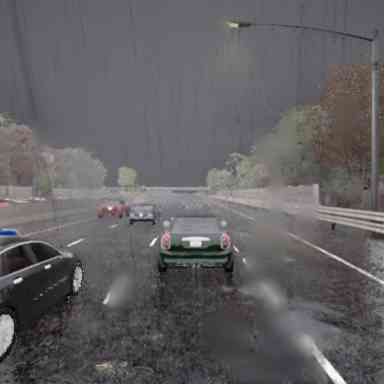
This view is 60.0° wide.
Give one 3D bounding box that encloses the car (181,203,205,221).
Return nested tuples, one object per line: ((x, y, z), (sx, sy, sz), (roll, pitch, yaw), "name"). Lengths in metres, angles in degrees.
((0.101, 1.675, 28.876), (1.895, 1.301, 4.718), (0, 0, 0), "car")

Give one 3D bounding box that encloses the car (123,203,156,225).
((-3.400, 1.609, 24.697), (2.033, 1.411, 5.357), (0, 0, 0), "car")

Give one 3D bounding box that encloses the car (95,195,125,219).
((-6.902, 1.430, 30.115), (2.097, 1.767, 4.553), (0, 0, 0), "car")

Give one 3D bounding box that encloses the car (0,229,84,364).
((-3.401, 1.518, 5.785), (1.837, 1.490, 4.892), (0, 0, 0), "car")

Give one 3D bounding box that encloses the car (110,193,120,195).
((-17.503, 1.175, 75.084), (2.150, 2.045, 5.566), (0, 0, 0), "car")

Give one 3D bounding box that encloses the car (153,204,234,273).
((0.099, 1.378, 10.866), (2.097, 1.767, 4.553), (0, 0, 0), "car")

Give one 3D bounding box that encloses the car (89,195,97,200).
((-21.003, 1.475, 75.112), (2.128, 1.511, 4.902), (0, 0, 0), "car")

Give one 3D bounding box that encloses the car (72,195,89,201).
((-24.503, 1.489, 75.112), (2.033, 1.411, 5.357), (0, 0, 0), "car")

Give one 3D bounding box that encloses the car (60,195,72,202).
((-28.003, 1.489, 75.112), (2.033, 1.411, 5.357), (0, 0, 0), "car")

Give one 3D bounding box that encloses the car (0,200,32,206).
((-17.597, 1.690, 33.930), (1.895, 1.301, 4.718), (0, 0, 0), "car")
